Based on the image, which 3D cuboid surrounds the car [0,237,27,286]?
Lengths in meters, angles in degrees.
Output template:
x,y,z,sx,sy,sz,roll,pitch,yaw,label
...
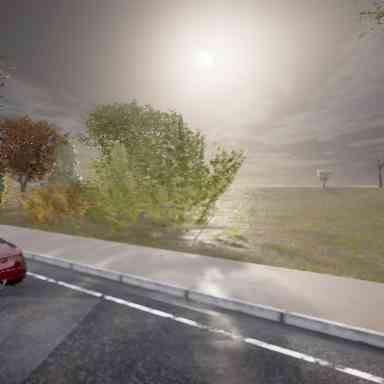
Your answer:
x,y,z,sx,sy,sz,roll,pitch,yaw,label
-5.731,1.409,7.787,4.181,1.385,1.994,1,1,36,car
